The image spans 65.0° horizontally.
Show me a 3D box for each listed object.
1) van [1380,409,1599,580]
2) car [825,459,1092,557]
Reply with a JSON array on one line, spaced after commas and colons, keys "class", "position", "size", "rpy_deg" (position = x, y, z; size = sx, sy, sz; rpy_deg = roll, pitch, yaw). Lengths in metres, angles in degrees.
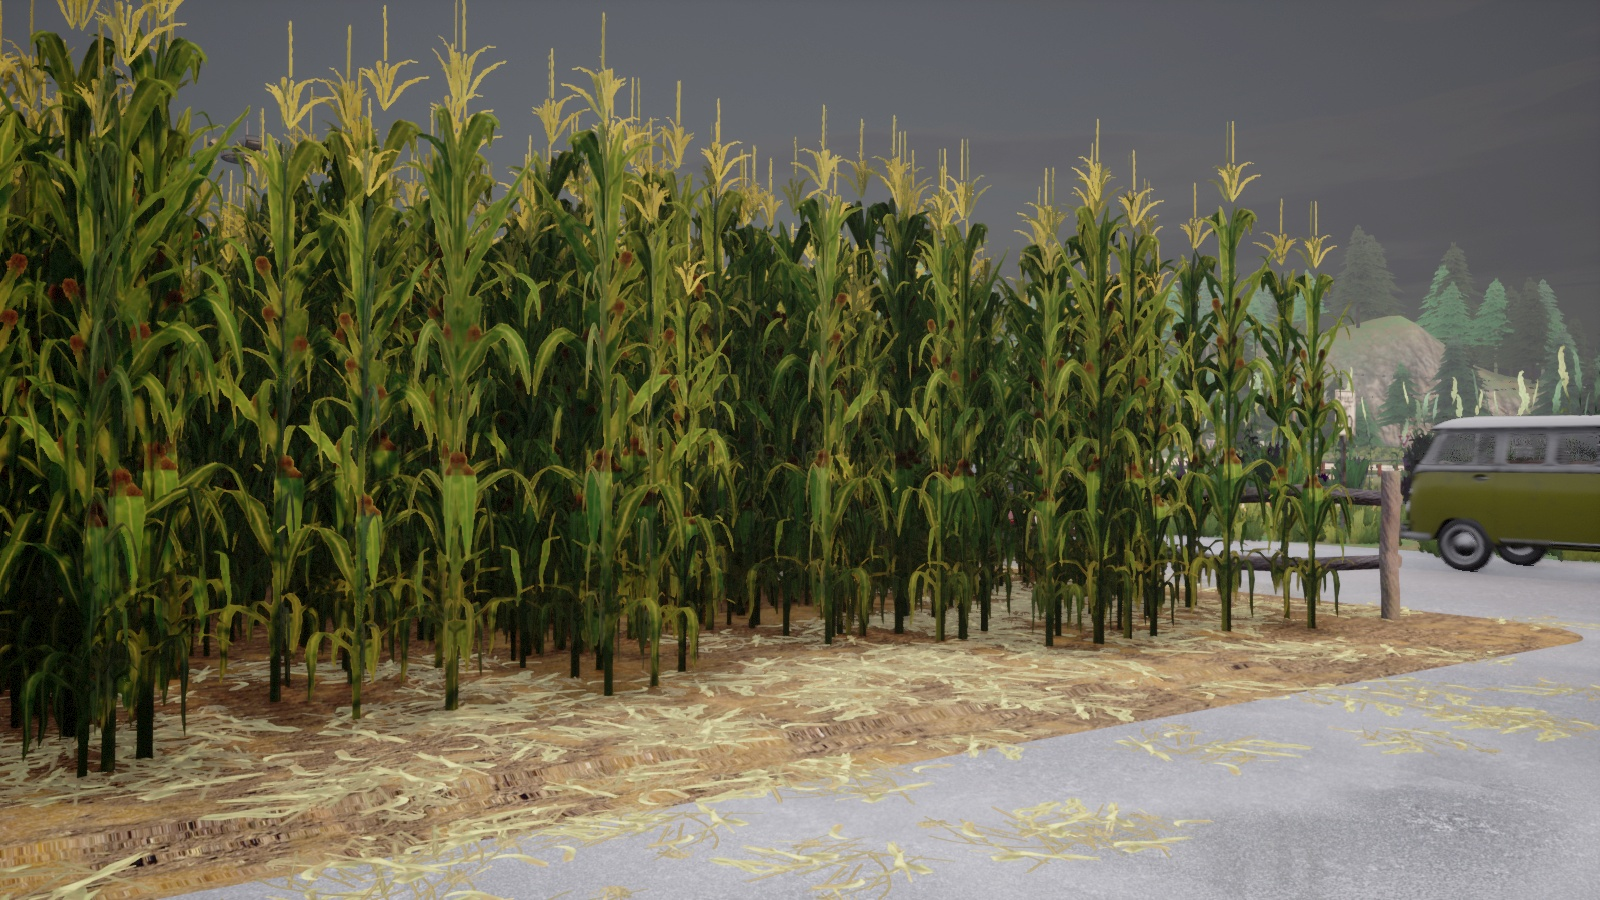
[{"class": "van", "position": [9.741, 0.515, 15.446], "size": [1.775, 1.987, 4.442], "rpy_deg": [0, 0, -35]}, {"class": "car", "position": [2.463, 0.853, 20.417], "size": [1.994, 1.385, 4.181], "rpy_deg": [0, 0, -36]}]
